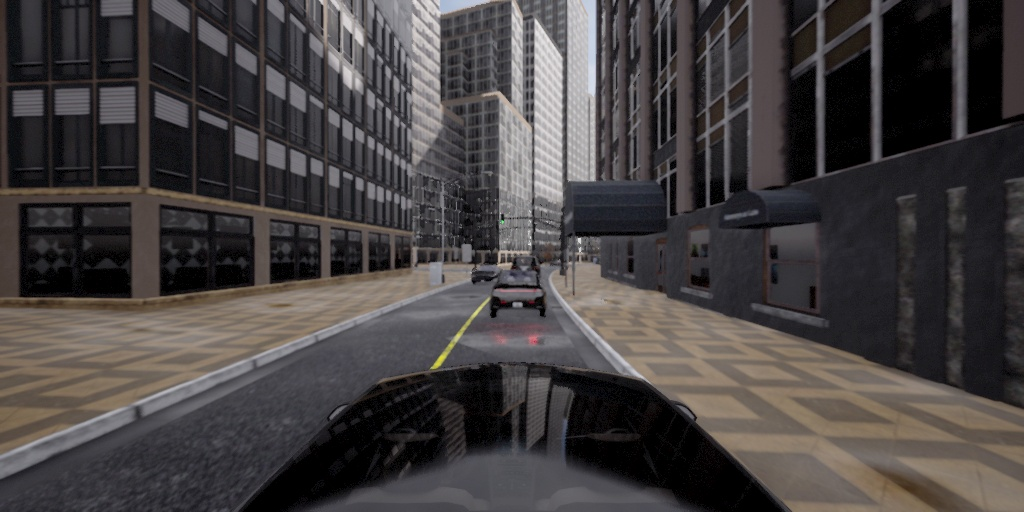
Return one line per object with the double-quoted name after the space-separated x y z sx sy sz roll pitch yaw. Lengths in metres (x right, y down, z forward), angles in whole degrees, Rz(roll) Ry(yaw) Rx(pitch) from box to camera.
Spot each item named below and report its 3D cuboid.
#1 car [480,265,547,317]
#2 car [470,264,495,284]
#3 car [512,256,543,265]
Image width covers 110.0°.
0.264 1.262 13.244 2.128 1.511 4.902 0 0 2 "car"
-1.774 1.356 27.437 2.033 1.411 5.357 0 0 5 "car"
1.130 1.031 27.461 2.150 2.045 5.566 0 0 6 "car"
